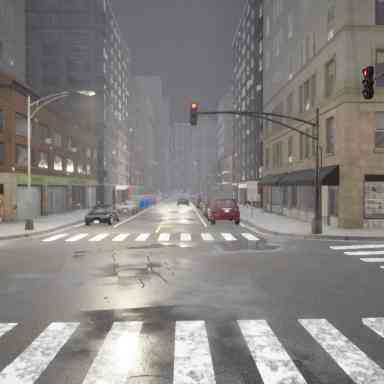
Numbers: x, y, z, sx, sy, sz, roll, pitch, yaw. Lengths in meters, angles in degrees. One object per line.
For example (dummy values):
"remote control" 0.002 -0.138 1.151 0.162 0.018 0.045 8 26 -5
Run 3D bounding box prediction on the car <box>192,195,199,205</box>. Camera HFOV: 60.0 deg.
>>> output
"car" 1.605 1.316 46.428 2.192 1.841 5.009 -1 0 -2

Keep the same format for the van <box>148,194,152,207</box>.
"van" -6.922 1.342 46.194 1.690 1.788 3.998 -1 0 -2

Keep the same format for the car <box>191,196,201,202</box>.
"car" 0.846 1.538 74.347 2.008 1.369 4.403 -1 0 -2

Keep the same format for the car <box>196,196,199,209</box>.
"car" 1.756 1.527 41.014 1.752 1.417 4.829 -1 0 -2

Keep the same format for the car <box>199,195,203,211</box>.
"car" 2.063 1.318 29.677 2.192 1.841 5.009 -1 0 -2

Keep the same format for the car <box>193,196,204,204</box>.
"car" 1.151 1.559 63.179 1.947 1.339 4.313 -1 0 -2

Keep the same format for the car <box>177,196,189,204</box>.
"car" -1.727 1.540 63.856 2.033 1.411 5.357 0 0 -2

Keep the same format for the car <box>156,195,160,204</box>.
"car" -7.230 1.311 57.361 2.192 1.841 5.009 -1 0 -2

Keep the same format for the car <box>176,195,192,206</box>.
"car" -1.440 1.503 53.438 1.837 1.490 4.892 0 0 -2

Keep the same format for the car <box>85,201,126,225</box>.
"car" -6.305 1.569 23.859 1.947 1.339 4.313 -1 0 -2

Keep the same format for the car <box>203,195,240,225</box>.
"car" 2.215 1.318 24.092 2.192 1.841 5.009 -1 0 -2

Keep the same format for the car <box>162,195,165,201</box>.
"car" -7.689 1.427 74.111 1.967 1.590 4.097 -1 0 -2

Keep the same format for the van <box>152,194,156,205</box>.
"van" -7.076 1.340 51.777 1.690 1.788 3.998 -1 0 -2

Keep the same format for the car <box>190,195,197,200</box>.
"car" 0.389 1.524 91.098 2.008 1.369 4.403 -1 0 -2

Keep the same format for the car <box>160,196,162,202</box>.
"car" -7.382 1.433 62.945 1.967 1.590 4.097 -1 0 -2

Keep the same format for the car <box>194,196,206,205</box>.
"car" 1.298 1.521 57.766 1.752 1.417 4.829 -1 0 -2

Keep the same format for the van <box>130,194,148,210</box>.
"van" -6.768 1.343 40.609 1.690 1.788 3.998 -1 0 -2

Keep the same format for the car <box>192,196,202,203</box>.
"car" 0.999 1.556 68.763 1.947 1.339 4.313 -1 0 -2

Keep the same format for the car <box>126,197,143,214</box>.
"car" -6.608 1.528 34.856 1.752 1.417 4.829 -1 0 -2
